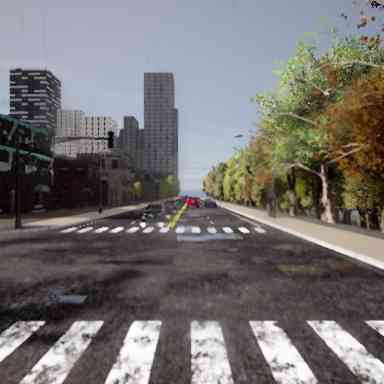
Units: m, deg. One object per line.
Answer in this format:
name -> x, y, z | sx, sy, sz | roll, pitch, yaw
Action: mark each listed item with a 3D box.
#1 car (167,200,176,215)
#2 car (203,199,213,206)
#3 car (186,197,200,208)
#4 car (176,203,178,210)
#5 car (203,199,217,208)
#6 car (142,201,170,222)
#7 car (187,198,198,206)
car -> -3.287, 1.970, 39.844 | 1.994, 1.385, 4.181 | 0, -1, 0
car -> 3.352, 2.207, 69.932 | 1.837, 1.490, 4.892 | 0, -1, 0
car -> 0.185, 1.821, 59.065 | 2.150, 2.045, 5.566 | 0, -1, 1
car -> -3.263, 2.016, 50.275 | 1.837, 1.490, 4.892 | 0, -1, 0
car -> 3.439, 2.172, 59.976 | 1.994, 1.385, 4.181 | 0, -1, 0
car -> -3.307, 1.811, 29.914 | 1.837, 1.490, 4.892 | 0, -1, 0
car -> 0.114, 2.059, 69.630 | 2.097, 1.767, 4.553 | 0, -1, 0
